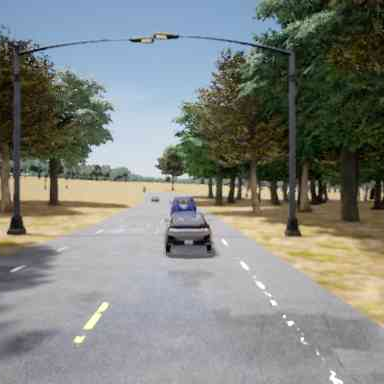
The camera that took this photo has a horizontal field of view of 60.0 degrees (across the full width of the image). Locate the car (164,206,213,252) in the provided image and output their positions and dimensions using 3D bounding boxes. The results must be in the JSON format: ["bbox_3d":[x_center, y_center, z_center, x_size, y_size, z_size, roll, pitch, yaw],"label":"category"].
[{"bbox_3d":[-0.173,1.604,14.393,2.128,1.511,4.902,0,0,-1],"label":"car"}]

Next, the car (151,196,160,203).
[{"bbox_3d":[-7.872,1.514,71.457,2.033,1.411,5.357,0,1,-5],"label":"car"}]

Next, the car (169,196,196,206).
[{"bbox_3d":[-0.787,1.359,29.160,2.150,2.045,5.566,0,0,-3],"label":"car"}]
